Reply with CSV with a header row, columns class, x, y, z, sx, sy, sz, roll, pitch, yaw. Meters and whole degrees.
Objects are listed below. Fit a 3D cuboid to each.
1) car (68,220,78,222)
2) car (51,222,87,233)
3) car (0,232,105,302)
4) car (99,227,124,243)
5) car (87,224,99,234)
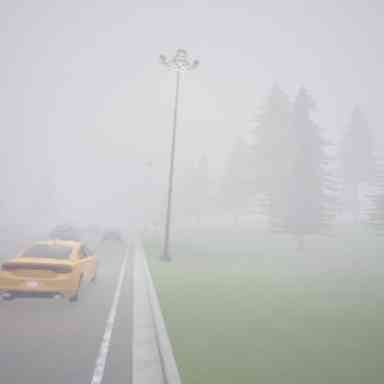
class,x,y,z,sx,sy,sz,roll,pitch,yaw
car,-16.803,4.688,43.225,2.033,1.411,5.357,5,-6,-9
car,-10.514,3.545,27.811,2.128,1.511,4.902,5,-5,-9
car,-4.121,2.249,10.338,1.882,1.535,5.008,4,-6,-8
car,-7.925,4.277,33.292,1.812,1.442,4.674,5,-6,-9
car,-13.569,5.089,45.199,2.033,1.411,5.357,5,-6,-9
